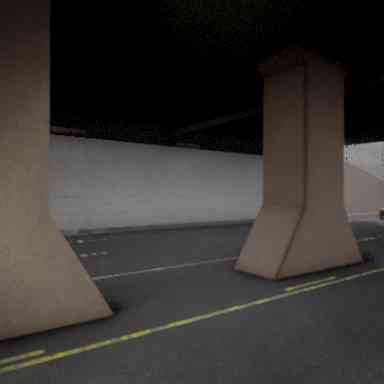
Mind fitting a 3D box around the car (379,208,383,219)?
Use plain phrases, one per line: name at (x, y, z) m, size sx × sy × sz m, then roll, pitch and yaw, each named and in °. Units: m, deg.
car at (19.112, 1.665, 30.482) m, size 5.008 × 1.535 × 1.882 m, roll 1°, pitch 0°, yaw -35°
